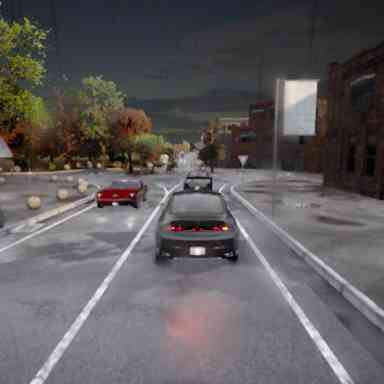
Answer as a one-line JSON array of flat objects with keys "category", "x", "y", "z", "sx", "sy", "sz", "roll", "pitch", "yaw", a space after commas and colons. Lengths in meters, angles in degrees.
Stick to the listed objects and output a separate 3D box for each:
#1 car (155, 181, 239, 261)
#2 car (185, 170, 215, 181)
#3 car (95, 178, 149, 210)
[{"category": "car", "x": 0.114, "y": 0.692, "z": 8.931, "sx": 1.837, "sy": 1.490, "sz": 4.892, "roll": 0, "pitch": 5, "yaw": 0}, {"category": "car", "x": 0.522, "y": -0.738, "z": 22.839, "sx": 2.128, "sy": 1.511, "sz": 4.902, "roll": 0, "pitch": 6, "yaw": 4}, {"category": "car", "x": -3.364, "y": -0.001, "z": 16.693, "sx": 1.895, "sy": 1.301, "sz": 4.718, "roll": 0, "pitch": 6, "yaw": -1}]
